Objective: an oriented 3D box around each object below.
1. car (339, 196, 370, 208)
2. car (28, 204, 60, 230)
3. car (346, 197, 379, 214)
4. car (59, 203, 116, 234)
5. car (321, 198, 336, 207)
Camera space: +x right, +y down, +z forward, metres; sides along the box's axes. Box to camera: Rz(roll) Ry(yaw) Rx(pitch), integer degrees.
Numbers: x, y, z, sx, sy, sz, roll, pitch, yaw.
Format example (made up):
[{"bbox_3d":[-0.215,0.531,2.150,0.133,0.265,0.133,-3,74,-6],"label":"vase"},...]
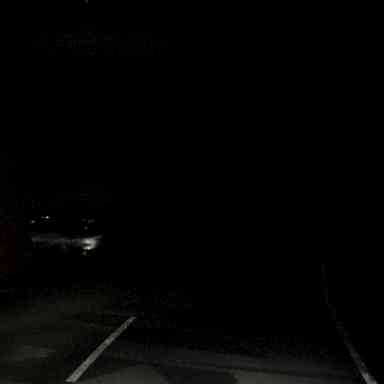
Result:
[{"bbox_3d":[24.698,1.484,50.462,4.553,1.767,2.097,0,0,-33],"label":"car"},{"bbox_3d":[-7.872,1.442,21.092,2.128,1.511,4.902,0,0,29],"label":"car"},{"bbox_3d":[19.289,1.457,37.441,4.553,1.767,2.097,0,0,-42],"label":"car"},{"bbox_3d":[-4.858,1.446,19.381,1.882,1.535,5.008,0,0,30],"label":"car"},{"bbox_3d":[20.474,1.672,51.837,4.181,1.385,1.994,0,0,-34],"label":"car"}]
